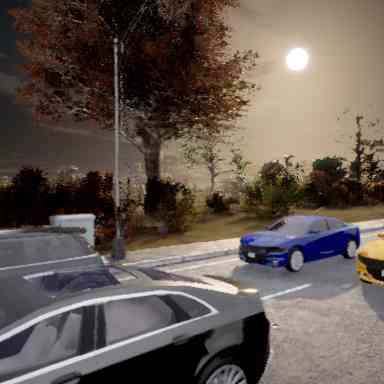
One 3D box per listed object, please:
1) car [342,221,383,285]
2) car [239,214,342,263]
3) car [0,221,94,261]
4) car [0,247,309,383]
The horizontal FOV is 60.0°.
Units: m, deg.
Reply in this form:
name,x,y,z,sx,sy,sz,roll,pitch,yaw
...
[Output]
name,x,y,z,sx,sy,sz,roll,pitch,yaw
car,6.198,1.476,8.642,5.008,1.535,1.882,0,-1,-37
car,3.724,1.536,11.161,5.008,1.535,1.882,0,-1,-37
car,-3.705,1.464,5.640,4.553,1.767,2.097,0,-1,-36
car,-1.351,1.546,2.984,4.902,1.511,2.128,0,-1,-37
